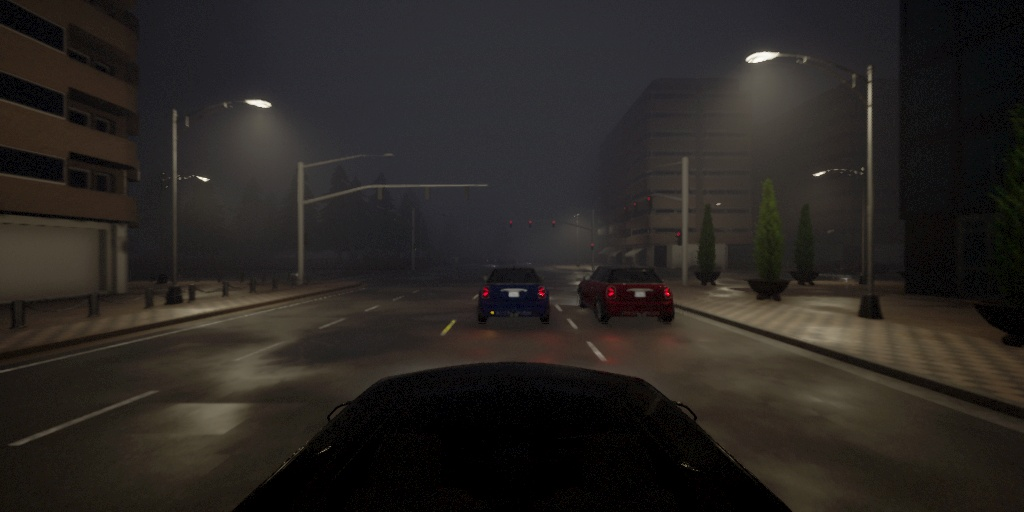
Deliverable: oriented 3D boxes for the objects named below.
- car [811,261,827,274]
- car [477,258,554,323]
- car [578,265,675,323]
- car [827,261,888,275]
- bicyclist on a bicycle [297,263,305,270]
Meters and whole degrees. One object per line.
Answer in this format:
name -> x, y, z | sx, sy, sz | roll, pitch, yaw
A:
car -> 35.457, 1.228, 40.143 | 5.357, 1.411, 2.033 | 0, 0, 0
car -> 0.064, 1.069, 12.059 | 2.097, 1.767, 4.553 | 0, 0, 0
car -> 3.565, 1.069, 12.057 | 2.097, 1.767, 4.553 | 0, 0, 0
car -> 35.590, 1.217, 36.648 | 4.674, 1.442, 1.812 | 0, 0, 0
bicyclist on a bicycle -> -25.665, 0.972, 43.616 | 0.582, 1.620, 1.656 | 0, 0, 0
